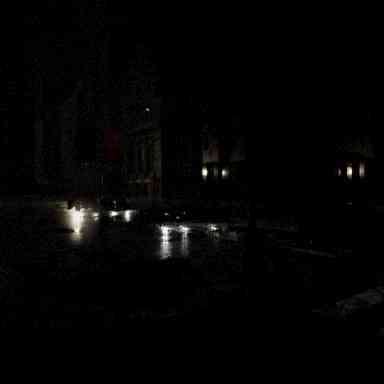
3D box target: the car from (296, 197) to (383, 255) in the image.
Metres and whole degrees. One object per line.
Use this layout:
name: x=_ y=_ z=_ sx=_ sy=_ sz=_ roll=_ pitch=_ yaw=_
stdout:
car: x=5.959 y=1.186 z=11.506 sx=2.097 sy=1.767 sz=4.553 roll=-1 pitch=1 yaw=-35

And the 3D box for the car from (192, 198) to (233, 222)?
car: x=0.852 y=1.251 z=24.324 sx=1.882 sy=1.535 sz=5.008 roll=-1 pitch=1 yaw=-35

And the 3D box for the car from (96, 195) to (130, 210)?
car: x=-8.847 y=1.122 z=38.011 sx=2.097 sy=1.767 sz=4.553 roll=-1 pitch=1 yaw=-35

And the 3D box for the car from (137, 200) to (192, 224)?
car: x=-2.256 y=1.352 z=23.094 sx=1.812 sy=1.442 sz=4.674 roll=-1 pitch=1 yaw=-35

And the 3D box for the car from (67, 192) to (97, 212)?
car: x=-12.309 y=1.046 z=37.271 sx=2.150 sy=2.045 sz=5.566 roll=-1 pitch=1 yaw=-35
